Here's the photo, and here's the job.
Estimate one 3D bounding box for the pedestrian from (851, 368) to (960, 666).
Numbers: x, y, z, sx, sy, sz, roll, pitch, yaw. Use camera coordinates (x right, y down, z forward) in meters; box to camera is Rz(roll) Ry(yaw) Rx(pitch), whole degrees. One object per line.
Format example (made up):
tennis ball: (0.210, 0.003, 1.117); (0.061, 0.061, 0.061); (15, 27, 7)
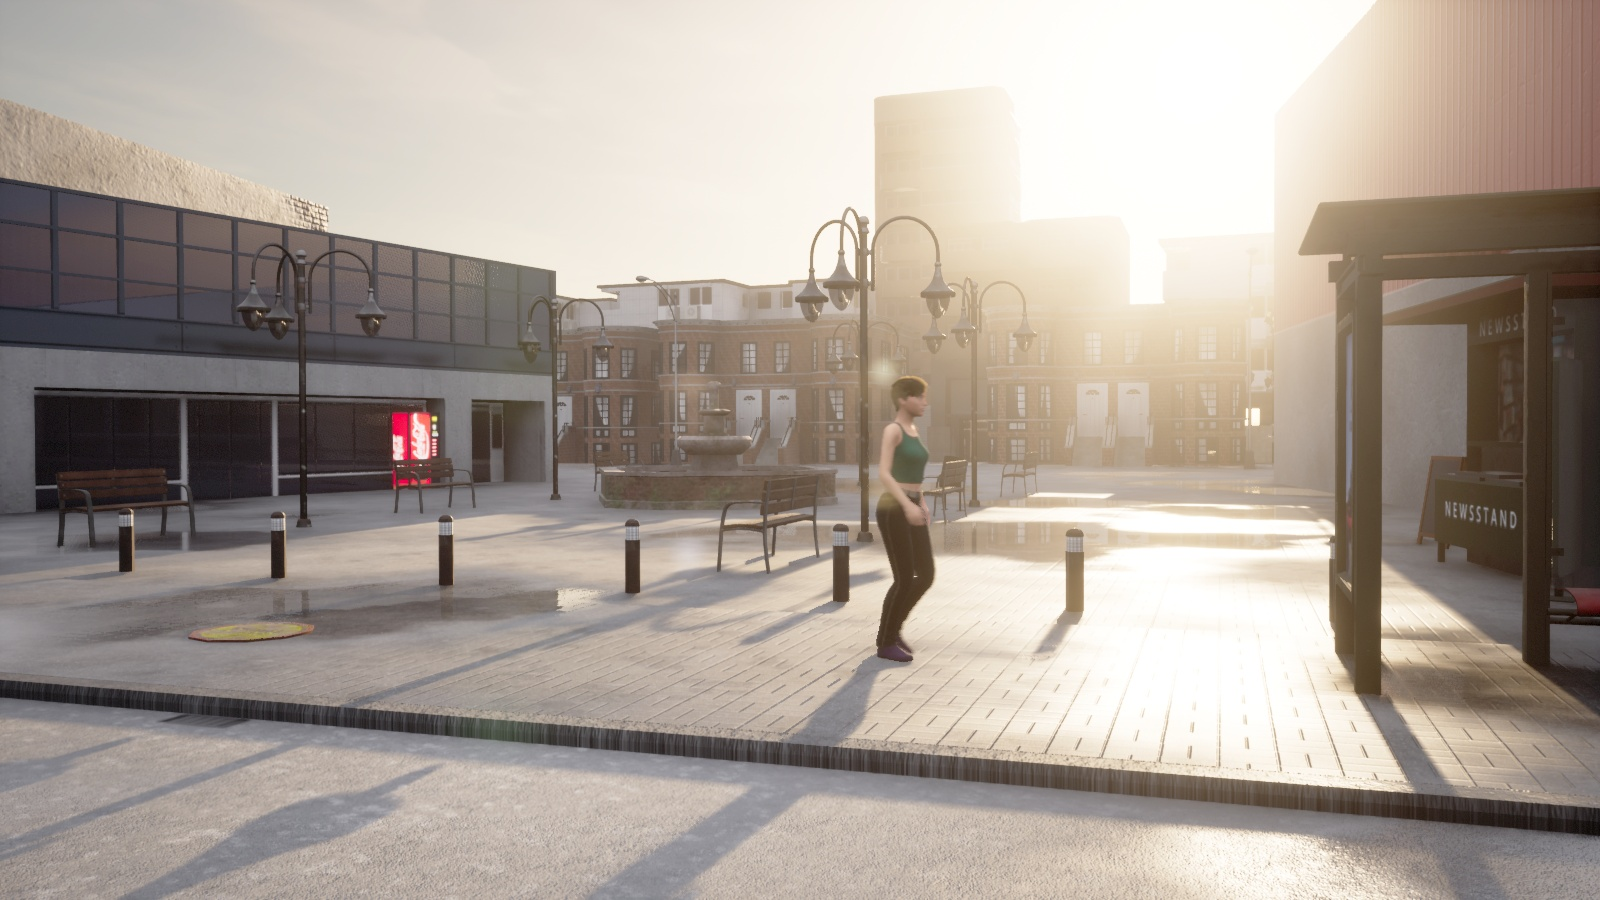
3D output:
pedestrian: (0.671, 0.409, 8.015); (0.594, 1.836, 0.345); (1, 1, 31)
